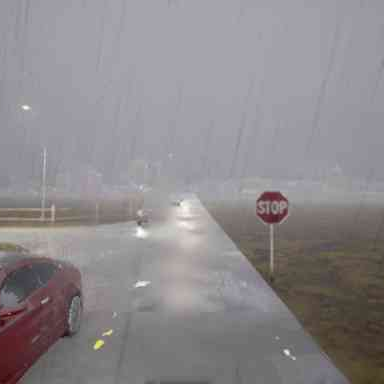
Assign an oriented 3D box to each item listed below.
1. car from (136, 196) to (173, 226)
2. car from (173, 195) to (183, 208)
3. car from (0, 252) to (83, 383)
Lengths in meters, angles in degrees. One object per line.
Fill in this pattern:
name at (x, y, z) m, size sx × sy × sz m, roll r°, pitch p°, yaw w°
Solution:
car at (-2.741, 1.395, 24.345) m, size 2.097 × 1.767 × 4.553 m, roll 0°, pitch 0°, yaw 0°
car at (-2.787, 1.309, 49.193) m, size 2.097 × 1.767 × 4.553 m, roll 0°, pitch 0°, yaw 0°
car at (-2.748, 1.561, 3.985) m, size 1.812 × 1.442 × 4.674 m, roll 0°, pitch 0°, yaw 0°
